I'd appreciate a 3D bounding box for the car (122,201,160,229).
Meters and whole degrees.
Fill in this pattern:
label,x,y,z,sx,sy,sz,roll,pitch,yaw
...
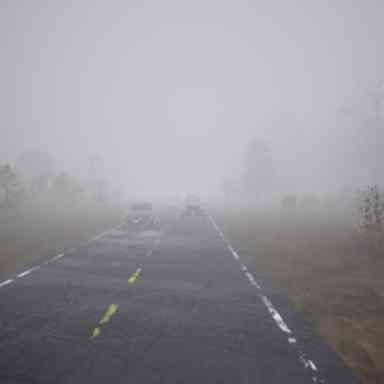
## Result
label,x,y,z,sx,sy,sz,roll,pitch,yaw
car,-3.101,1.381,20.793,1.837,1.490,4.892,0,0,0

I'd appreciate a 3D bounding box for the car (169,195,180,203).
label,x,y,z,sx,sy,sz,roll,pitch,yaw
car,-3.045,1.209,59.553,1.994,1.385,4.181,0,0,1

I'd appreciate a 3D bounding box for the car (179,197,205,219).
label,x,y,z,sx,sy,sz,roll,pitch,yaw
car,0.098,1.361,27.153,1.812,1.442,4.674,0,0,0

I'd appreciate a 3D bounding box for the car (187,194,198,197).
label,x,y,z,sx,sy,sz,roll,pitch,yaw
car,0.089,1.094,42.906,2.097,1.767,4.553,0,0,0
